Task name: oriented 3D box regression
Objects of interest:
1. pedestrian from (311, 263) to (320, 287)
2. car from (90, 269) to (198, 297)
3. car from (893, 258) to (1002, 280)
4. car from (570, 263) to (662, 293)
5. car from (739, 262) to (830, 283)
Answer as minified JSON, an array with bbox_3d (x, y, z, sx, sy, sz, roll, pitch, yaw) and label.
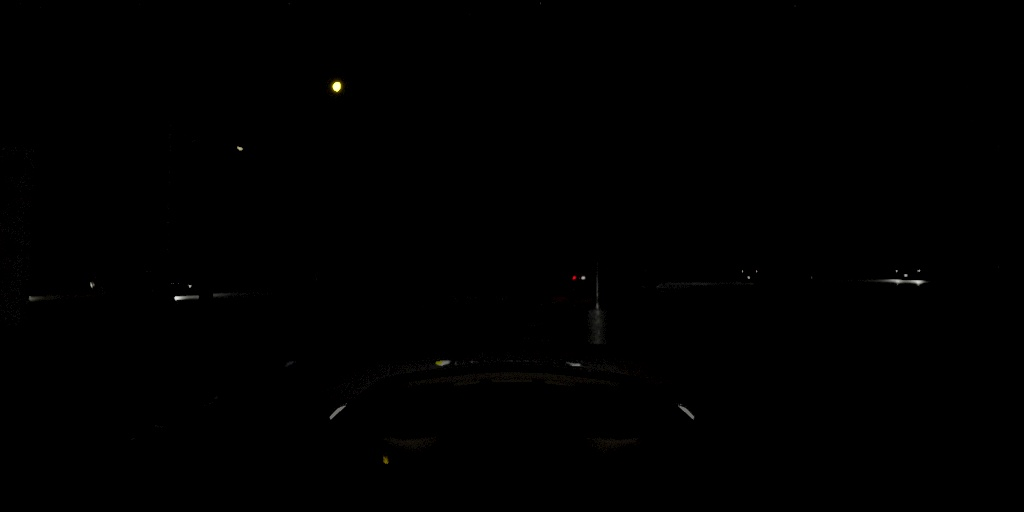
[{"bbox_3d":[-15.054,1.414,27.422,0.375,1.860,0.375,0,-1,0],"label":"pedestrian"},{"bbox_3d":[-20.220,1.458,19.833,4.892,1.490,1.837,-1,-2,0],"label":"car"},{"bbox_3d":[28.329,0.836,23.399,5.357,1.411,2.033,-1,-2,0],"label":"car"},{"bbox_3d":[5.289,1.035,17.942,5.357,1.411,2.033,-1,-2,-37],"label":"car"},{"bbox_3d":[17.659,1.058,23.426,4.718,1.301,1.895,-1,-2,0],"label":"car"}]
